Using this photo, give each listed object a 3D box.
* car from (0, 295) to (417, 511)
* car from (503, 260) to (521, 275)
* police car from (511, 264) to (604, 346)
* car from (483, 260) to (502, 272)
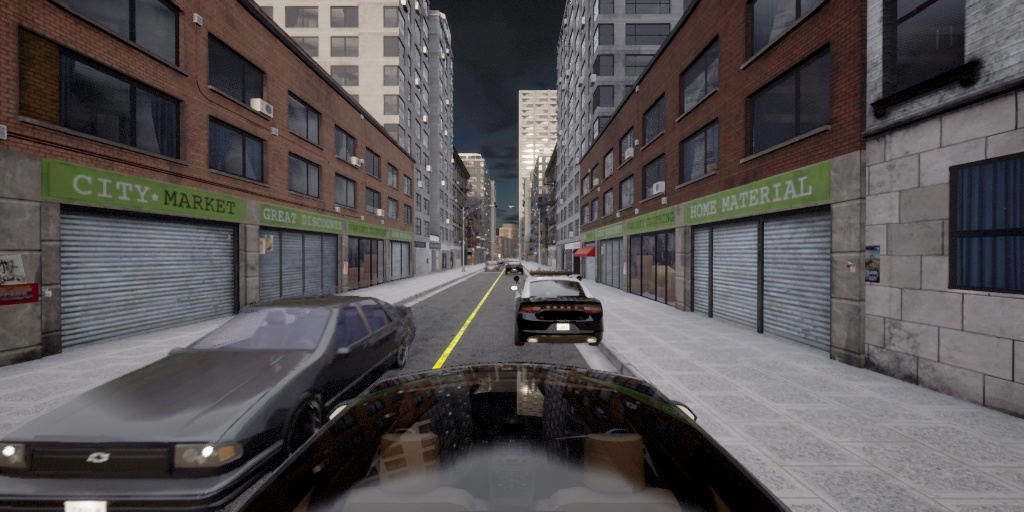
[{"bbox_3d":[-2.827,1.297,5.047,2.033,1.411,5.357,0,0,0],"label":"car"},{"bbox_3d":[0.258,1.248,38.884,1.882,1.535,5.008,0,0,0],"label":"car"},{"bbox_3d":[1.005,1.176,9.557,1.930,1.638,5.238,0,0,0],"label":"police car"},{"bbox_3d":[-2.632,1.308,47.268,1.812,1.442,4.674,0,0,0],"label":"car"}]
